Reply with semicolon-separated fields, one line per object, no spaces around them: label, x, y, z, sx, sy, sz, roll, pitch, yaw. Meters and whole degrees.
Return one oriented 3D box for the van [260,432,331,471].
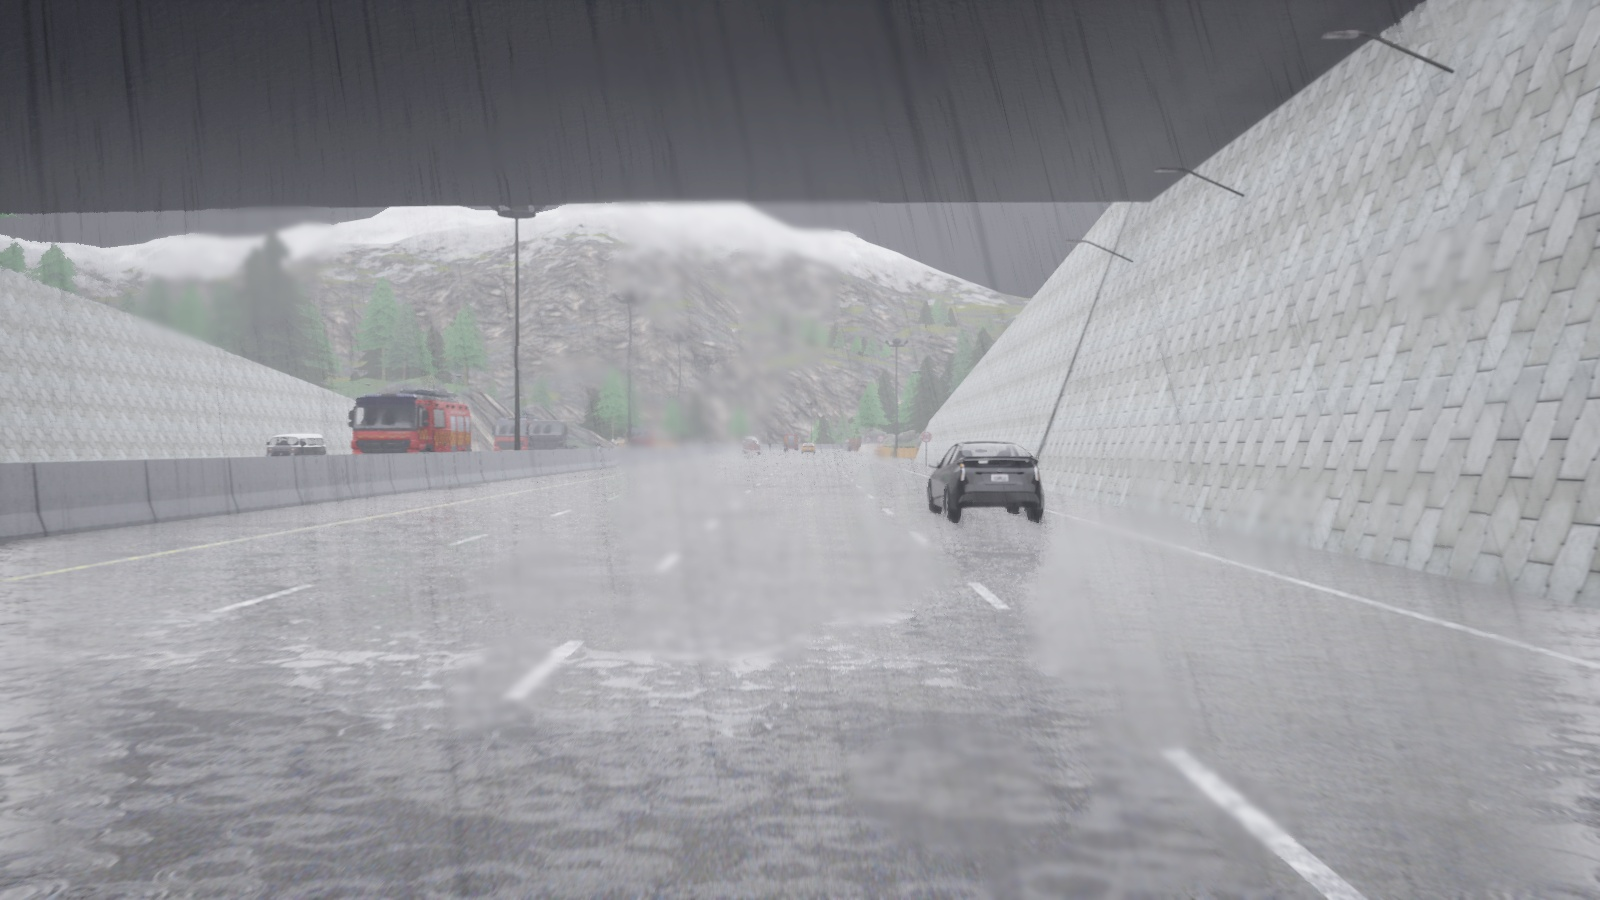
van;-27.542;0.061;68.697;2.069;2.038;4.480;0;0;0

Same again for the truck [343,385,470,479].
truck;-17.132;-0.744;55.398;2.891;3.827;8.468;0;0;0

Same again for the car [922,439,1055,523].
car;3.662;0.554;25.203;2.007;1.525;4.514;0;0;0
